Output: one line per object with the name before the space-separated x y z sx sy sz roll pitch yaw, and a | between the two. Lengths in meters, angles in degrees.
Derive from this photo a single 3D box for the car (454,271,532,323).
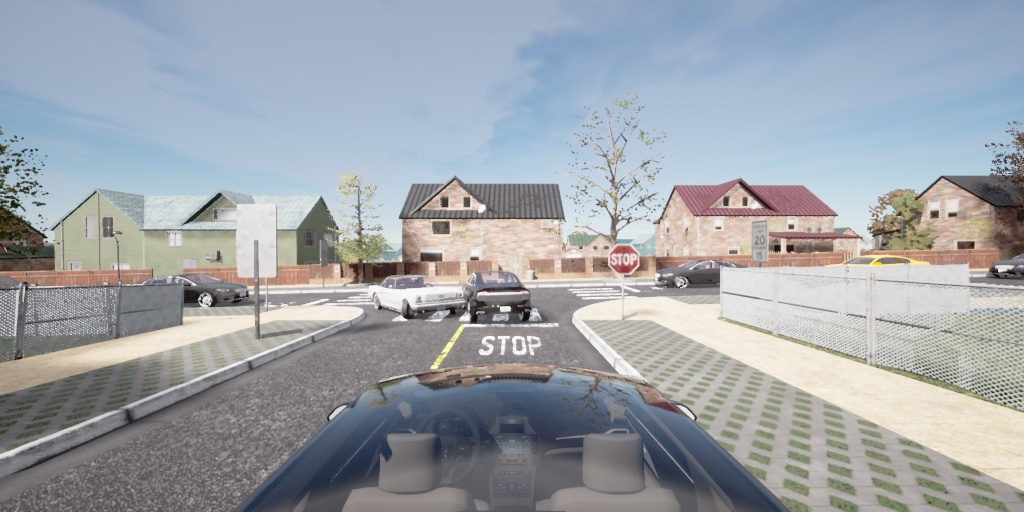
car | -0.685 1.247 12.205 2.128 1.511 4.902 0 0 -12

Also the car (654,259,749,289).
car | 10.331 0.932 19.612 4.902 1.511 2.128 -1 1 0

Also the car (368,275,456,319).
car | -3.602 1.372 13.064 1.895 1.301 4.718 0 0 -38

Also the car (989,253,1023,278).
car | 29.386 0.484 19.684 4.902 1.511 2.128 -1 1 0

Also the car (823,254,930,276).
car | 19.762 0.697 19.649 5.008 1.535 1.882 -1 1 -1

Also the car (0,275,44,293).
car | -24.239 1.654 16.520 4.553 1.767 2.097 -1 1 0

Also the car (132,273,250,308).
car | -14.902 1.572 16.560 4.902 1.511 2.128 -1 1 0
